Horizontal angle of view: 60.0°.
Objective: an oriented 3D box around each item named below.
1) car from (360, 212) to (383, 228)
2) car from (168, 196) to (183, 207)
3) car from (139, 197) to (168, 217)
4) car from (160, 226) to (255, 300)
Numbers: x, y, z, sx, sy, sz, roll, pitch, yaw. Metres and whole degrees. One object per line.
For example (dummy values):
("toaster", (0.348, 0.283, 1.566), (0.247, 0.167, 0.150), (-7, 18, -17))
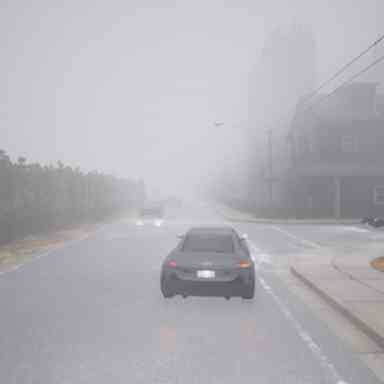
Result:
("car", (12.940, 1.479, 19.573), (5.357, 1.411, 2.033), (0, 0, 0))
("car", (-3.253, 1.371, 50.290), (1.882, 1.535, 5.008), (0, 0, -32))
("car", (-3.573, 1.413, 30.334), (1.882, 1.535, 5.008), (0, 0, 0))
("car", (0.491, 1.546, 8.413), (1.994, 1.385, 4.181), (0, 0, 6))
